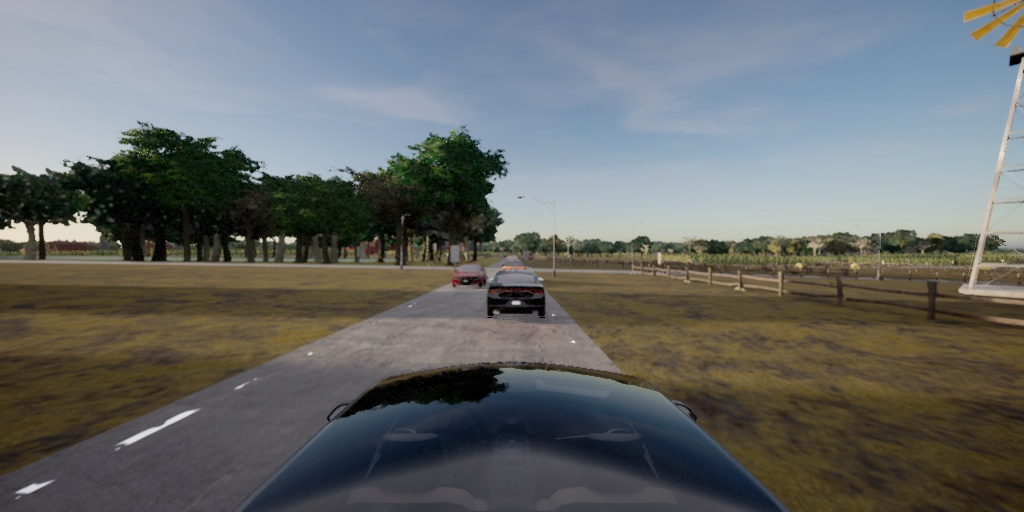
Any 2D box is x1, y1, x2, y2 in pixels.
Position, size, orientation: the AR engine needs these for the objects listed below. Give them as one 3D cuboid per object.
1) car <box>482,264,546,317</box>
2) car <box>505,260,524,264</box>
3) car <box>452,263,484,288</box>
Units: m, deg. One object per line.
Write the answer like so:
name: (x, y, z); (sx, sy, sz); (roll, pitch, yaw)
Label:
car: (0.143, 1.229, 13.145); (1.882, 1.535, 5.008); (0, 0, 0)
car: (0.215, 1.099, 28.130); (2.097, 1.767, 4.553); (0, 0, 0)
car: (-2.738, 1.226, 23.799); (1.882, 1.535, 5.008); (0, 0, 0)
